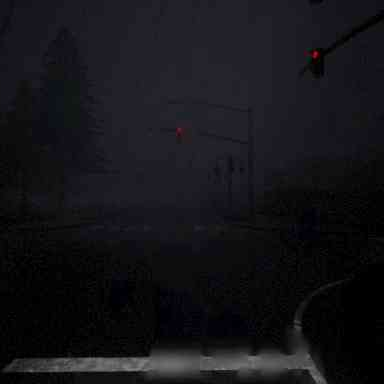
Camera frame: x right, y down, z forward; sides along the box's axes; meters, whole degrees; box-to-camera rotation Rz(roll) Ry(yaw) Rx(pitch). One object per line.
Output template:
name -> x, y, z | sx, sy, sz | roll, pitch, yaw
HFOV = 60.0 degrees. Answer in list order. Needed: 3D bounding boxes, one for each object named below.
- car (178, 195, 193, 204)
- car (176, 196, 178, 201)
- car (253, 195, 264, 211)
car -> -0.873, 1.518, 60.836 | 2.033, 1.411, 5.357 | 0, 0, -7
car -> -2.161, 1.327, 71.021 | 1.812, 1.442, 4.674 | 0, 0, -13
car -> 8.887, 1.144, 36.211 | 4.605, 1.855, 1.932 | 0, 0, -1
